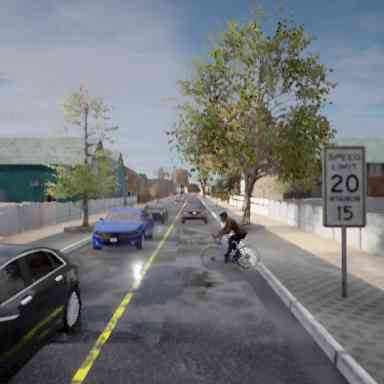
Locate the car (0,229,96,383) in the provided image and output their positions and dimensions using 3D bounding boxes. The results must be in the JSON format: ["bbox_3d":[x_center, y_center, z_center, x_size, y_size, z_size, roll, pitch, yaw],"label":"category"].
[{"bbox_3d":[-2.835,1.497,4.005,1.837,1.490,4.892,0,0,0],"label":"car"}]

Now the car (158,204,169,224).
[{"bbox_3d":[-2.751,1.543,24.280,1.895,1.301,4.718,0,0,0],"label":"car"}]

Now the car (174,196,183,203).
[{"bbox_3d":[-2.527,1.424,65.984,1.895,1.301,4.718,0,0,1],"label":"car"}]

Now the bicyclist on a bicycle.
[{"bbox_3d":[1.058,1.372,9.271,1.656,1.620,0.582,-2,2,-1],"label":"bicyclist on a bicycle"}]

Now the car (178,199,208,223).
[{"bbox_3d":[0.199,1.487,25.029,2.033,1.411,5.357,0,0,0],"label":"car"}]

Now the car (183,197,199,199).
[{"bbox_3d":[0.247,1.443,41.497,2.033,1.411,5.357,0,0,1],"label":"car"}]

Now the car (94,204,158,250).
[{"bbox_3d":[-2.796,1.444,14.376,1.882,1.535,5.008,0,0,0],"label":"car"}]
